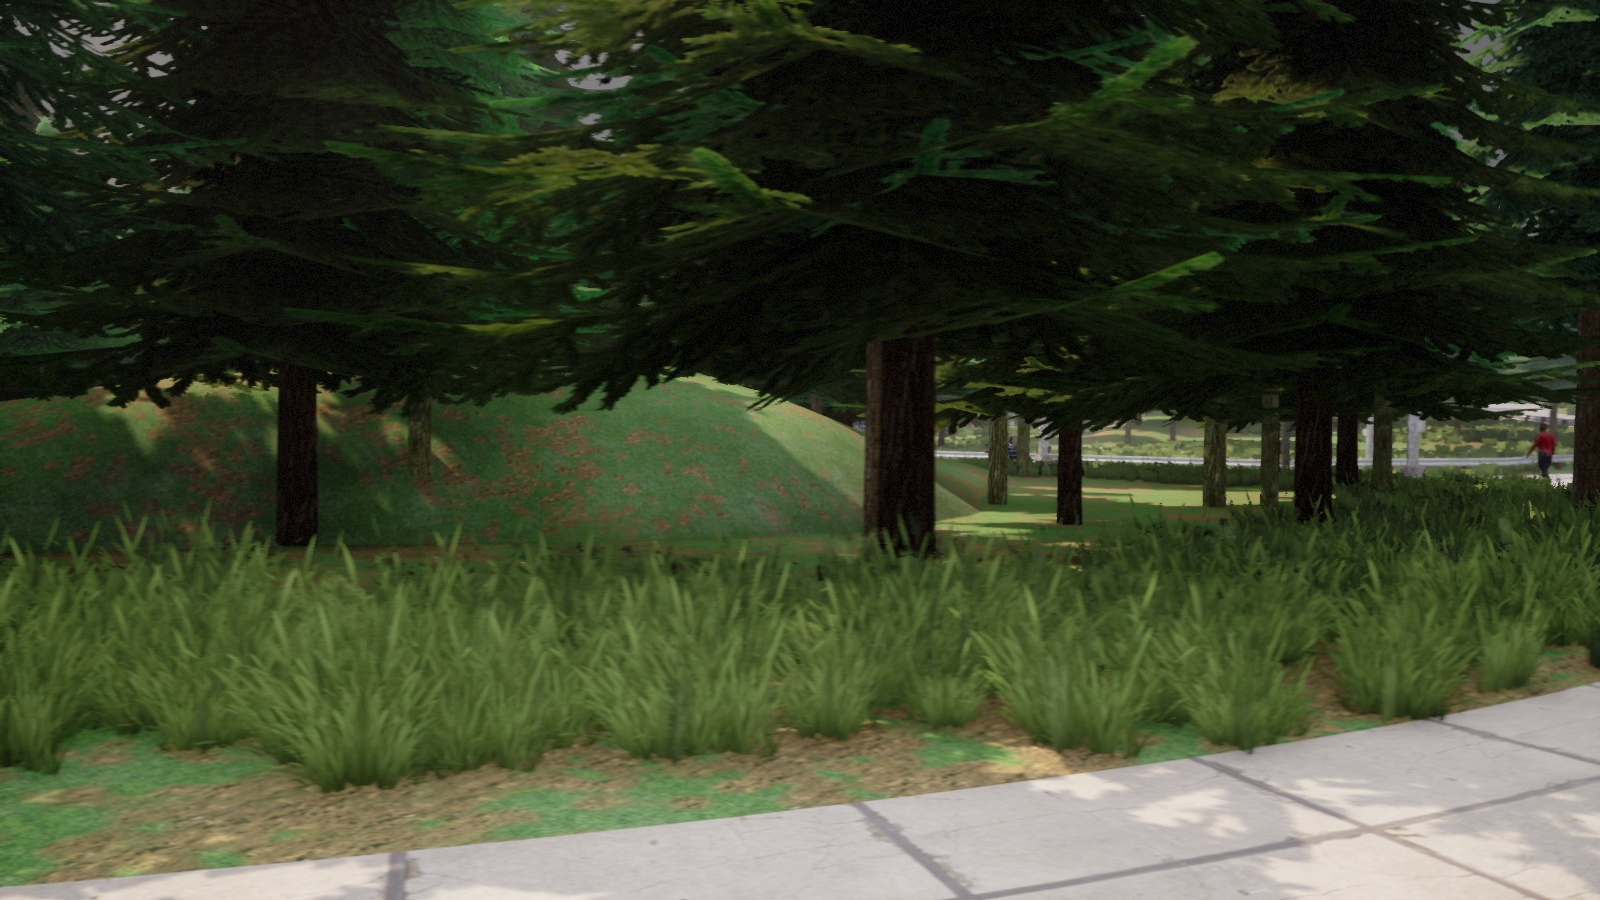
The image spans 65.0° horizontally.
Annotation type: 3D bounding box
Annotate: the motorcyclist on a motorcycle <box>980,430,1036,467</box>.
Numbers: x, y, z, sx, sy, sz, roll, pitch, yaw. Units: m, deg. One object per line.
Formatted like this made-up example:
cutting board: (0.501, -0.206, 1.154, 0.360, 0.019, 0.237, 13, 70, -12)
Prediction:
motorcyclist on a motorcycle: (8.821, -0.065, 53.271, 2.191, 1.530, 0.866, 0, 1, 41)

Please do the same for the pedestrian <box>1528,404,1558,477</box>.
pedestrian: (19.141, -0.241, 32.354, 0.331, 1.846, 0.636, -1, 1, -8)
